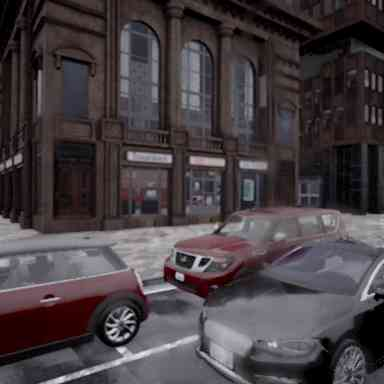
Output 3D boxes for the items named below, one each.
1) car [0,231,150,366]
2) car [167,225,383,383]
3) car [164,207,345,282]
[{"bbox_3d":[-2.752,1.441,4.681,4.097,1.590,1.967,0,0,-35],"label":"car"},{"bbox_3d":[2.315,1.503,5.017,4.902,1.511,2.128,0,0,-35],"label":"car"},{"bbox_3d":[1.816,1.330,7.923,5.009,1.841,2.192,0,0,-35],"label":"car"}]
